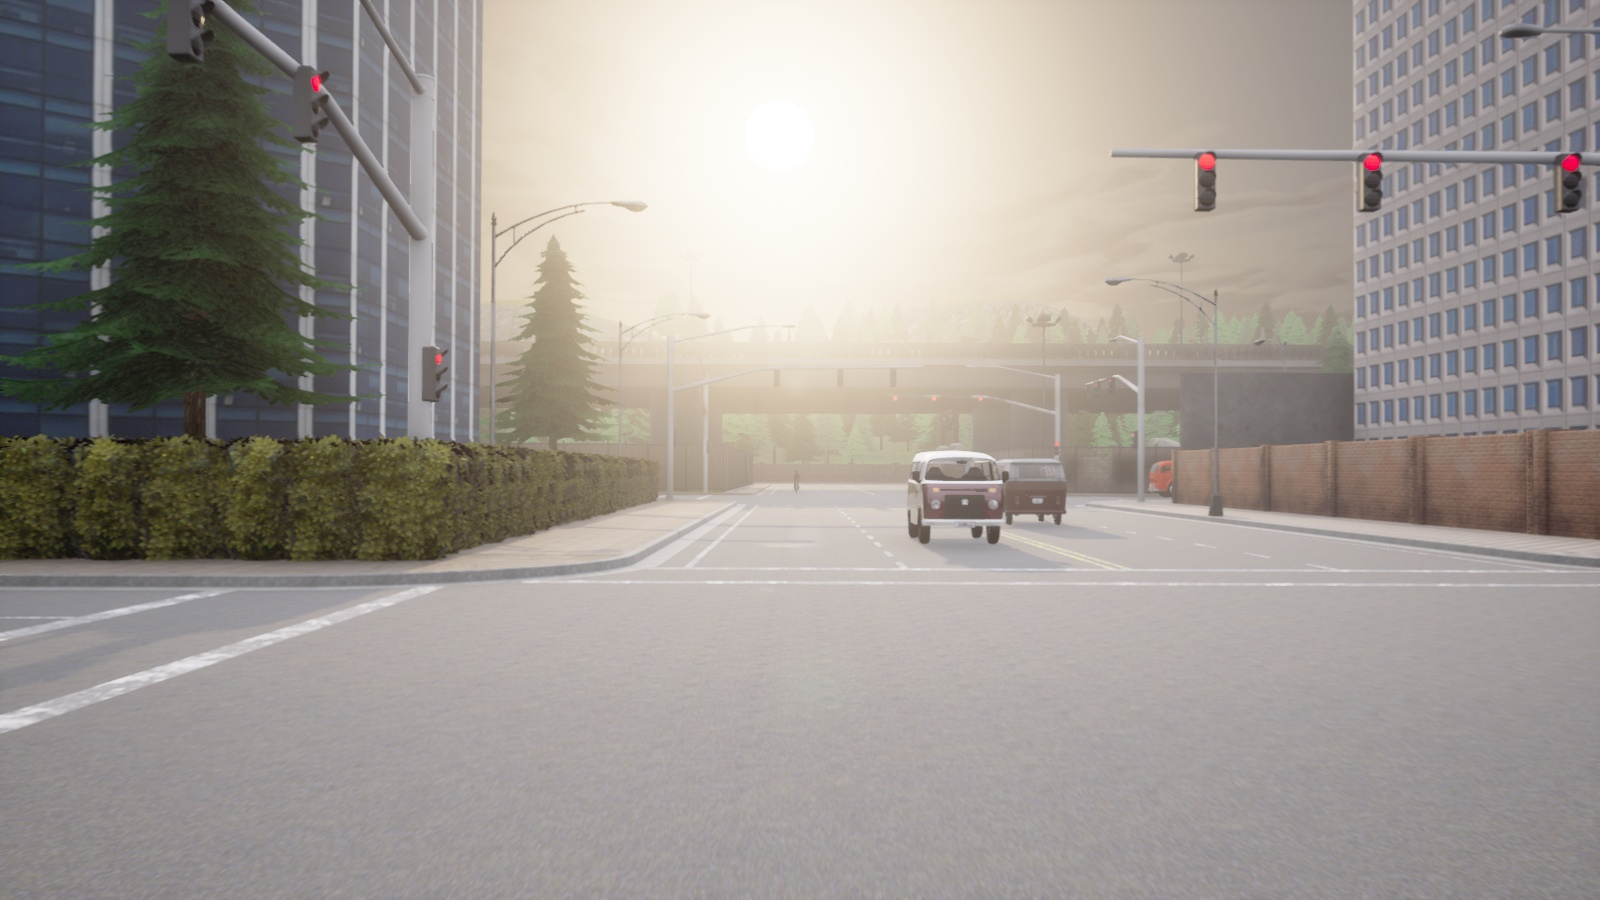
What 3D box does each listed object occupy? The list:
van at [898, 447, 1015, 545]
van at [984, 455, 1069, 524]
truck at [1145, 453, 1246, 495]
[{"bbox_3d":[3.429,1.000,28.435,2.069,2.038,4.480,0,-1,0],"label":"van"},{"bbox_3d":[6.905,1.187,38.673,1.775,1.987,4.442,0,-1,0],"label":"van"},{"bbox_3d":[23.540,1.430,74.915,5.204,2.467,2.627,0,-1,0],"label":"truck"}]
